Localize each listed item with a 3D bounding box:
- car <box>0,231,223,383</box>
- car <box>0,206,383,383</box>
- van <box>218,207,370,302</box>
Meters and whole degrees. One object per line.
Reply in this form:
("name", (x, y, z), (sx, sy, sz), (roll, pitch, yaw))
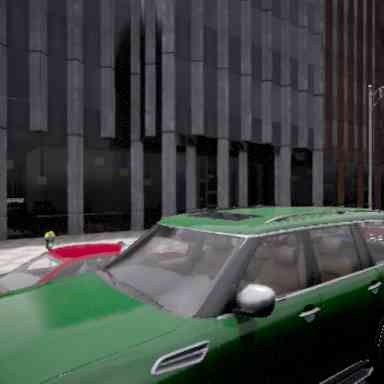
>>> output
("car", (-1.844, 1.546, 5.335), (4.507, 1.381, 1.887), (0, 0, -35))
("car", (0.485, 1.224, 3.723), (5.566, 2.045, 2.150), (0, 0, -35))
("van", (2.744, 1.347, 8.609), (3.998, 1.788, 1.690), (0, 0, -35))
